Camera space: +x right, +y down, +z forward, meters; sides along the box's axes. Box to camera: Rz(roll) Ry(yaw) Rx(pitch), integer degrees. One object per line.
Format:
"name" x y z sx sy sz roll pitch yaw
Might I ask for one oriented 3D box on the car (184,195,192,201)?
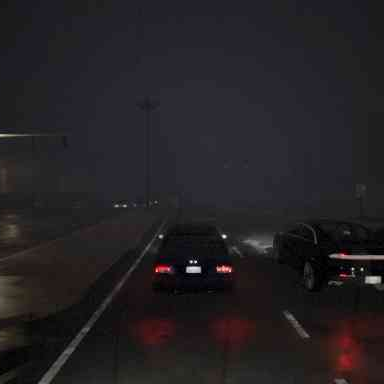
"car" -1.149 1.533 89.294 2.033 1.411 5.357 0 0 0

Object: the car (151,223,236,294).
"car" 0.022 1.547 8.923 2.033 1.411 5.357 0 0 0

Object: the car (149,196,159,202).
"car" -9.162 1.594 80.805 1.895 1.301 4.718 0 0 0

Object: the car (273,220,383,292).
"car" 3.520 1.492 8.875 2.128 1.511 4.902 0 0 0

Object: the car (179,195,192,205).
"car" -1.197 1.563 58.402 1.994 1.385 4.181 0 0 0

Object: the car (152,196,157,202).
"car" -9.178 1.477 70.715 1.882 1.535 5.008 0 0 0

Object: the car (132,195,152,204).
"car" -9.254 1.351 61.668 2.097 1.767 4.553 0 0 0

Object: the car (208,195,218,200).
"car" 5.851 1.471 89.299 1.882 1.535 5.008 0 0 0

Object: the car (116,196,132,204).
"car" -12.745 1.600 62.002 1.895 1.301 4.718 0 0 1

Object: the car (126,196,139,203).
"car" -12.677 1.523 71.128 1.812 1.442 4.674 0 0 0

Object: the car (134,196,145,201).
"car" -12.662 1.594 81.067 1.895 1.301 4.718 0 0 0

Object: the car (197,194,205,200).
"car" 2.351 1.495 89.370 1.837 1.490 4.892 0 0 0
